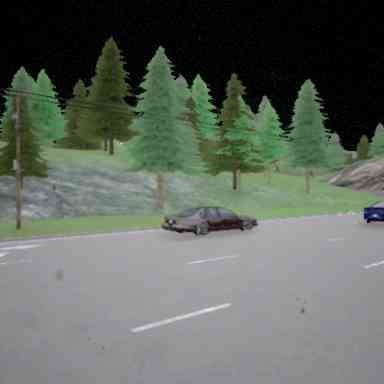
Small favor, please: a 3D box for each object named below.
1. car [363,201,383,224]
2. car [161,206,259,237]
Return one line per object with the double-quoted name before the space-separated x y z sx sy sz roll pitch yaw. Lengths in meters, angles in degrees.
"car" 13.195 1.276 21.751 5.008 1.535 1.882 -1 0 -35
"car" 1.048 1.453 17.433 5.357 1.411 2.033 -1 0 -35
